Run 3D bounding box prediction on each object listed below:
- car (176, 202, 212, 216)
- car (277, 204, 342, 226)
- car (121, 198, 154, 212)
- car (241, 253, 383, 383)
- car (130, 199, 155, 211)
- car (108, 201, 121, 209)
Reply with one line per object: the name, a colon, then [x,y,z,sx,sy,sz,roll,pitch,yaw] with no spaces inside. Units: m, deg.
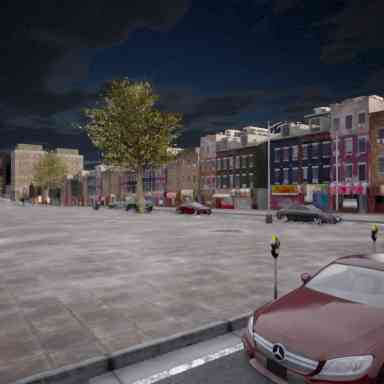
car: [0.164,1.829,36.506,1.882,1.535,5.008,0,-1,-36]
car: [8.589,1.657,24.753,1.837,1.490,4.892,0,-1,-36]
car: [-7.580,1.815,47.383,2.150,2.045,5.566,0,-1,-35]
car: [2.578,1.582,4.642,4.206,1.307,1.802,0,0,-35]
car: [-7.944,2.038,52.872,2.097,1.767,4.553,0,-1,-36]
car: [-13.819,2.395,61.059,2.128,1.511,4.902,0,-1,-35]
